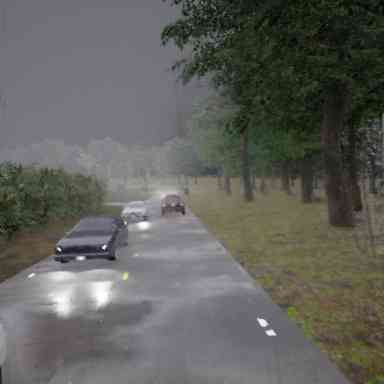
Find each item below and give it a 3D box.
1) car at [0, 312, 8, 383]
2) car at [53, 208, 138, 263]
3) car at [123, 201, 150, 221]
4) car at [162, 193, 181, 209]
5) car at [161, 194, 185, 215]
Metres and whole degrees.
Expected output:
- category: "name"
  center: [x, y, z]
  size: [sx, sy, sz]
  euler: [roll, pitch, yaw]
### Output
- category: "car"
  center: [-2.835, 1.628, 1.899]
  size: [1.812, 1.442, 4.674]
  euler: [-2, 0, -4]
- category: "car"
  center: [-3.534, 1.615, 12.754]
  size: [2.033, 1.411, 5.357]
  euler: [-2, 0, -3]
- category: "car"
  center: [-4.420, 1.473, 26.629]
  size: [1.812, 1.442, 4.674]
  euler: [-2, 1, -3]
- category: "car"
  center: [-2.626, 1.040, 41.879]
  size: [2.097, 1.767, 4.553]
  euler: [-2, 1, -6]
- category: "car"
  center: [-1.784, 1.144, 31.168]
  size: [2.097, 1.767, 4.553]
  euler: [-2, 1, -4]
